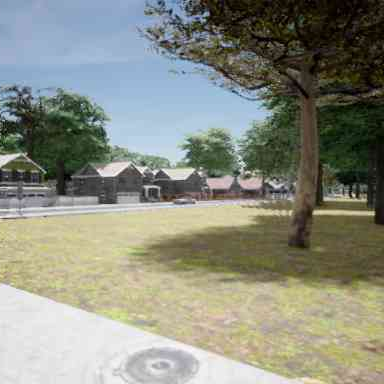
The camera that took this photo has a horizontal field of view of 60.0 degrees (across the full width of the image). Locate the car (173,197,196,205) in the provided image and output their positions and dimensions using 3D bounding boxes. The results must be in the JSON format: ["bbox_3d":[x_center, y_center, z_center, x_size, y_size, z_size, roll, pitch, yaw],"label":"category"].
[{"bbox_3d":[-1.310,1.533,57.757,1.895,1.301,4.718,0,0,35],"label":"car"}]
